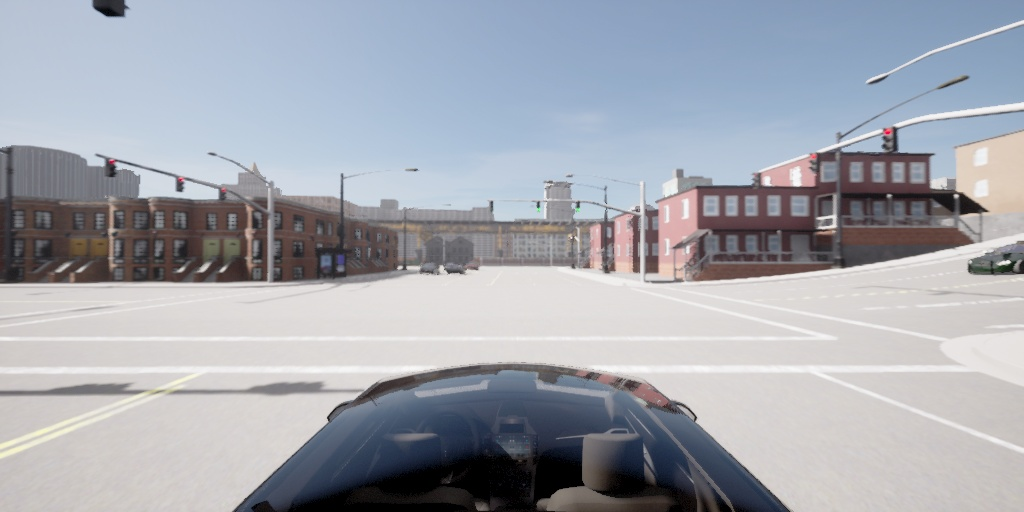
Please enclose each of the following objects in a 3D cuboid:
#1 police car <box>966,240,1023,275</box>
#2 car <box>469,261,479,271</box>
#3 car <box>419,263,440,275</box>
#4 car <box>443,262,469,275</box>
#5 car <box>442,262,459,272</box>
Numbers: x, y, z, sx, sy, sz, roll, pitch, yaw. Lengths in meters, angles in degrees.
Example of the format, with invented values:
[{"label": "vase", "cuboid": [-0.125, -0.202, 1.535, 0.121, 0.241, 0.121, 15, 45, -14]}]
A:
[{"label": "police car", "cuboid": [26.568, -0.003, 18.560, 4.974, 1.542, 2.038, -9, -1, 0]}, {"label": "car", "cuboid": [-6.991, 1.658, 63.427, 2.097, 1.767, 4.553, 0, -1, 0]}, {"label": "car", "cuboid": [-10.550, 1.654, 46.083, 1.837, 1.490, 4.892, 0, -1, 0]}, {"label": "car", "cuboid": [-7.054, 1.744, 45.479, 1.895, 1.301, 4.718, 0, -1, 0]}, {"label": "car", "cuboid": [-10.491, 1.801, 61.426, 2.128, 1.511, 4.902, 0, 0, 0]}]
